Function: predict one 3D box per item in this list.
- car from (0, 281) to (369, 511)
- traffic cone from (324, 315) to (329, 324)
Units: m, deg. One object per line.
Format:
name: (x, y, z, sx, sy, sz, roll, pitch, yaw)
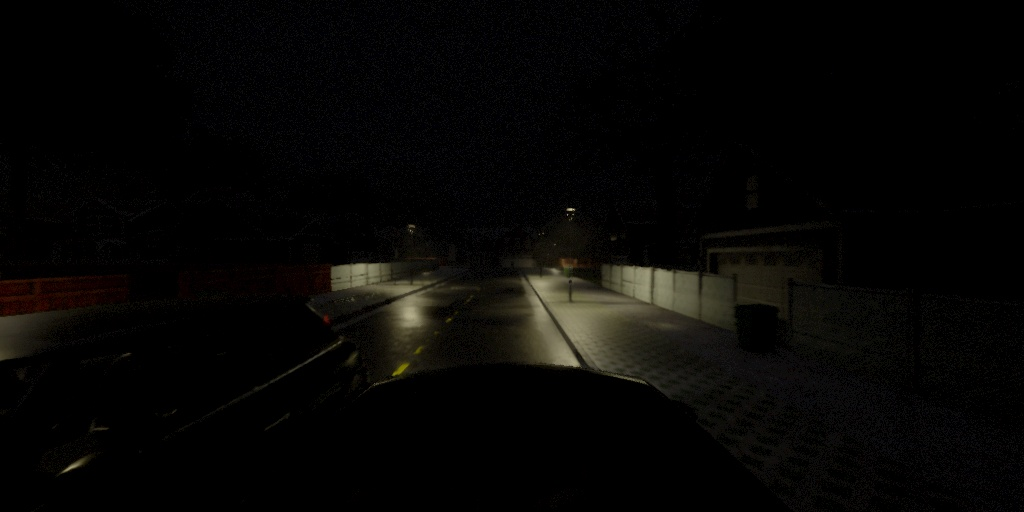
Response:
car: (-2.456, 1.105, 1.711, 2.097, 1.767, 4.553, 0, 0, 0)
traffic cone: (-4.433, 1.708, 8.561, 0.340, 0.580, 0.340, 0, 0, 0)
